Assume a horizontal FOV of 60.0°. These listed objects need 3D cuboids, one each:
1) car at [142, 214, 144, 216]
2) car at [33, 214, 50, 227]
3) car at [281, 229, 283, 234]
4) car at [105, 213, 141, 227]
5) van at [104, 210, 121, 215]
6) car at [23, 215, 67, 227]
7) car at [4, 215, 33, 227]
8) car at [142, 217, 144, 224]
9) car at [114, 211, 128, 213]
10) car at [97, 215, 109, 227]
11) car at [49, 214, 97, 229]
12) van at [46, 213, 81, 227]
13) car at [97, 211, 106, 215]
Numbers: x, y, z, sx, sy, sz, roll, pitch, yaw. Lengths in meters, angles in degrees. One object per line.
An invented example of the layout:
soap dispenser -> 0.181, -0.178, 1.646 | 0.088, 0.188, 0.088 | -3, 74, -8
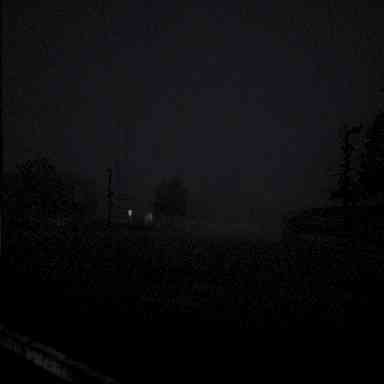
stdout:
car -> -13.788, 7.253, 86.006 | 2.163, 1.488, 4.792 | 1, 1, 9
car -> -22.120, 3.990, 45.073 | 4.674, 1.452, 2.002 | 1, -6, 4
car -> 19.884, 8.141, 68.700 | 2.185, 1.767, 4.553 | 1, 1, 5
car -> -13.444, 5.643, 64.293 | 5.566, 2.045, 2.435 | 1, -5, 4
van -> -21.507, 6.788, 90.743 | 1.878, 1.987, 4.442 | 1, 1, 10
car -> -21.059, 4.222, 47.832 | 5.366, 1.575, 1.946 | 1, -5, 4
car -> -23.348, 3.711, 42.318 | 4.674, 1.452, 2.002 | 1, -5, 4
car -> -12.188, 6.211, 67.011 | 4.674, 1.452, 2.002 | 1, -5, 4
car -> -18.919, 6.959, 89.087 | 2.185, 1.767, 4.553 | 1, 1, 10
car -> -17.140, 5.062, 56.046 | 4.892, 1.521, 2.231 | 1, -5, 4
car -> -14.286, 3.752, 40.202 | 1.882, 1.535, 5.008 | 0, -5, 23
van -> -19.510, 4.282, 50.577 | 4.442, 1.987, 1.878 | 1, -6, 5
car -> -24.135, 6.951, 92.157 | 2.231, 1.521, 4.892 | 1, 1, 10
